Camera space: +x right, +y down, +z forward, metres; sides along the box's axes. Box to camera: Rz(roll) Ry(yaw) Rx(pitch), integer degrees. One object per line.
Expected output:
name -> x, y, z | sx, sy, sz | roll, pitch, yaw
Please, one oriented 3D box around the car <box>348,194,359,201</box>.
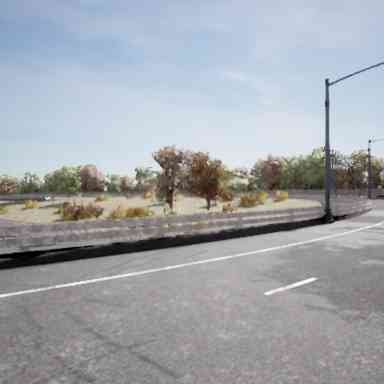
car -> 40.078, 1.378, 82.886 | 2.097, 1.767, 4.553 | 0, 0, 3
